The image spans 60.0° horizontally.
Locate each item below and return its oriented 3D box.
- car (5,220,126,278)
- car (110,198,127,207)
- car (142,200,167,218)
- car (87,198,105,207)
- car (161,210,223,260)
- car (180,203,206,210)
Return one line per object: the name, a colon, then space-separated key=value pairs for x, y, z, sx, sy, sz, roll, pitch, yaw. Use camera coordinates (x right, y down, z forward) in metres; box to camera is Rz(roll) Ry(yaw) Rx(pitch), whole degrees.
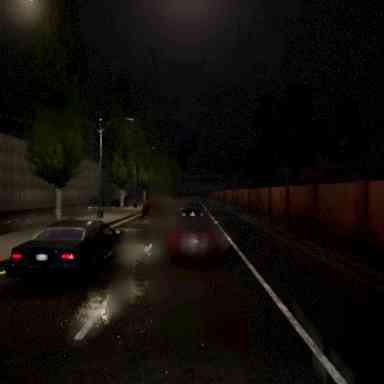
car: x=-3.438 y=1.554 z=10.169 sx=2.033 sy=1.411 sz=5.357 roll=0 pitch=0 yaw=1
car: x=-11.484 y=1.598 z=52.276 sx=1.994 sy=1.385 sz=4.181 roll=0 pitch=0 yaw=0
car: x=-3.375 y=1.498 z=30.490 sx=1.882 sy=1.535 sz=5.008 roll=0 pitch=0 yaw=0
car: x=-14.982 y=1.598 z=52.101 sx=1.994 sy=1.385 sz=4.181 roll=0 pitch=0 yaw=0
car: x=0.084 y=1.571 z=12.526 sx=1.994 sy=1.385 sz=4.181 roll=0 pitch=0 yaw=0
car: x=0.084 y=1.565 z=25.175 sx=2.033 sy=1.411 sz=5.357 roll=0 pitch=0 yaw=1
